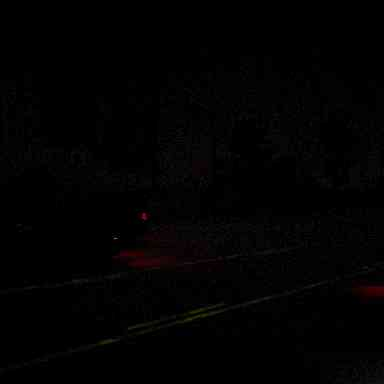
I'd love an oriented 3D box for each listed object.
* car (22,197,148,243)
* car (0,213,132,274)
[{"bbox_3d":[-4.540,1.220,13.647,5.566,2.045,2.150,0,0,-35],"label":"car"},{"bbox_3d":[-4.324,1.525,9.500,4.674,1.442,1.812,0,0,-35],"label":"car"}]
